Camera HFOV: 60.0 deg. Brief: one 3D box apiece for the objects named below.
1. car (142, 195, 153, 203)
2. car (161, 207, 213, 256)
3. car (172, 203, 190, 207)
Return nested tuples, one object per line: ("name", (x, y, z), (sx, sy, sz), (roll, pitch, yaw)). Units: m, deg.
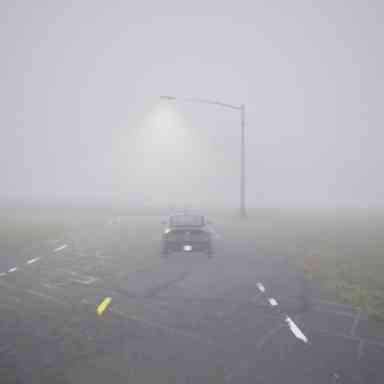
("car", (-8.626, 1.316, 64.021), (2.128, 1.511, 4.902), (0, 1, -8))
("car", (-0.210, 1.603, 13.529), (1.837, 1.490, 4.892), (0, 0, -2))
("car", (-0.931, 1.643, 27.614), (2.033, 1.411, 5.357), (0, 0, -4))
